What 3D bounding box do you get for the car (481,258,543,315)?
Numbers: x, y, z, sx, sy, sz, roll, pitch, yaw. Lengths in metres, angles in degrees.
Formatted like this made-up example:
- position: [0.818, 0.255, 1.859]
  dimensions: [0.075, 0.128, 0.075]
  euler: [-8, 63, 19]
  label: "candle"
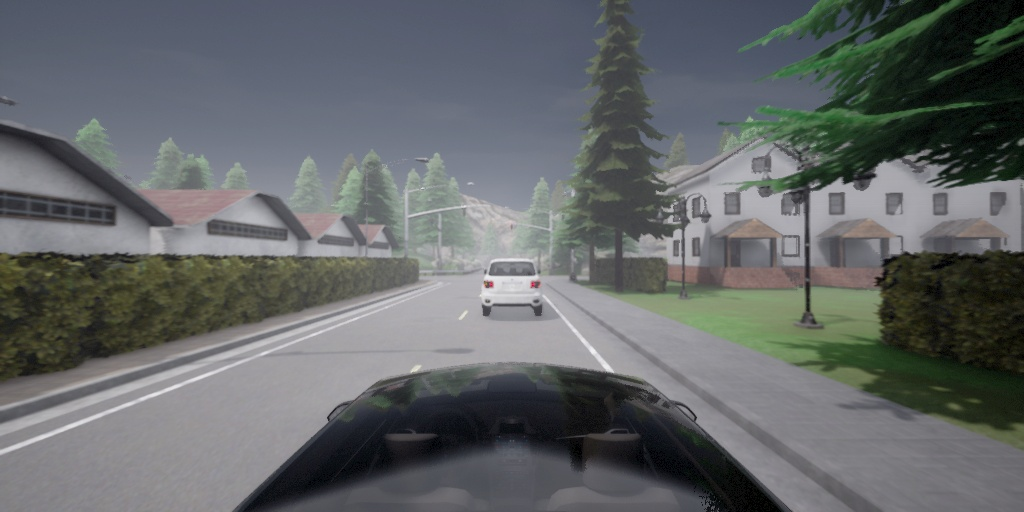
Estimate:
- position: [0.015, 1.114, 14.429]
  dimensions: [2.150, 2.045, 5.566]
  euler: [0, 0, 0]
  label: "car"
